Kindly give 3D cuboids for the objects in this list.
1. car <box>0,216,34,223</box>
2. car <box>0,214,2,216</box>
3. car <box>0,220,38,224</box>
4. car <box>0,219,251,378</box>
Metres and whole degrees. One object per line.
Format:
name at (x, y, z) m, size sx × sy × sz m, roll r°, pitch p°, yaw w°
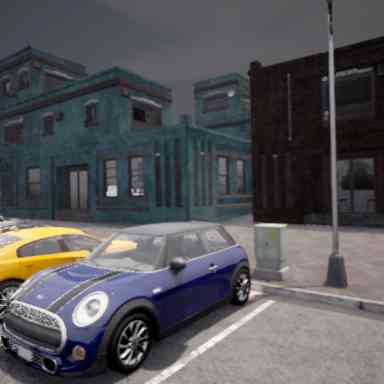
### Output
car at (-5.294, 1.575, 9.145) m, size 2.231 × 1.521 × 4.892 m, roll -1°, pitch 0°, yaw 36°
car at (-9.714, 1.625, 12.520) m, size 1.946 × 1.575 × 5.366 m, roll -1°, pitch 0°, yaw 36°
car at (-3.141, 1.549, 7.593) m, size 2.097 × 1.535 × 5.008 m, roll -1°, pitch 0°, yaw 36°
car at (-0.758, 1.395, 5.936) m, size 2.185 × 1.767 × 4.553 m, roll -1°, pitch 0°, yaw 36°
